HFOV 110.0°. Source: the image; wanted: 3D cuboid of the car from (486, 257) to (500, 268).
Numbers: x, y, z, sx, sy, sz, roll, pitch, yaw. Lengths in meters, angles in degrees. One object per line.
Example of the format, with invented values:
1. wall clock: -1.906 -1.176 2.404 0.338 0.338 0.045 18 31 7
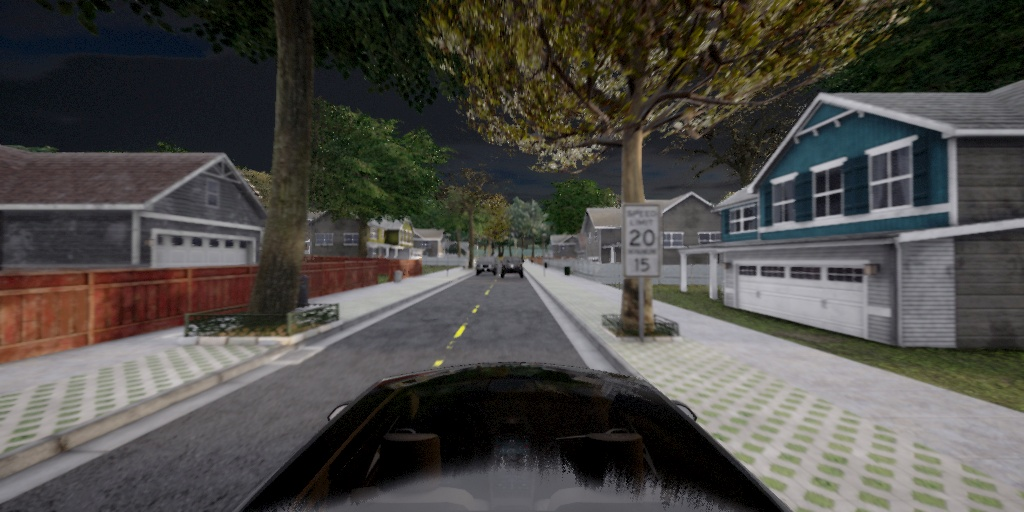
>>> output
1. car: -2.732 0.935 53.689 1.837 1.490 4.892 0 0 0

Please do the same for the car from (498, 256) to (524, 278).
1. car: 0.011 1.020 34.908 2.150 2.045 5.566 0 0 0

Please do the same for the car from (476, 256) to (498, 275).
1. car: -2.737 1.027 39.855 2.150 2.045 5.566 0 0 0
